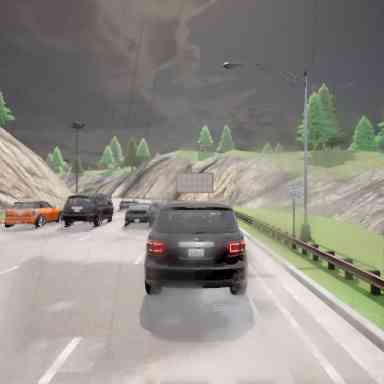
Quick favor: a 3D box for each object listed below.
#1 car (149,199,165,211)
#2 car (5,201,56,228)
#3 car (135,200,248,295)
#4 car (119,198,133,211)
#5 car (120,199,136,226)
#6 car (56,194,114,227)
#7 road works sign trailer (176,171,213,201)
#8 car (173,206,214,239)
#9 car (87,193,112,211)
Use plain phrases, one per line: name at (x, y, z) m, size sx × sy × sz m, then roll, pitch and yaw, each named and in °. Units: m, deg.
car at (-4.370, 1.600, 42.069) m, size 1.895 × 1.301 × 4.718 m, roll 0°, pitch 0°, yaw -6°
car at (-10.432, 1.353, 22.329) m, size 2.097 × 1.767 × 4.553 m, roll 0°, pitch 0°, yaw 0°
car at (0.087, 1.221, 8.866) m, size 2.150 × 2.045 × 5.566 m, roll 0°, pitch 0°, yaw 0°
car at (-7.712, 1.491, 40.371) m, size 2.128 × 1.511 × 4.902 m, roll 0°, pitch 0°, yaw -5°
car at (-3.436, 1.507, 23.145) m, size 1.837 × 1.490 × 4.892 m, roll 0°, pitch 1°, yaw 0°
car at (-6.934, 1.221, 22.701) m, size 2.150 × 2.045 × 5.566 m, roll 0°, pitch 0°, yaw 0°
road works sign trailer at (0.186, 0.464, 21.583) m, size 2.380 × 3.560 × 2.880 m, roll 0°, pitch 0°, yaw 0°
car at (0.086, 1.559, 18.087) m, size 1.994 × 1.385 × 4.181 m, roll 0°, pitch 0°, yaw 0°
car at (-11.242, 1.218, 40.866) m, size 2.150 × 2.045 × 5.566 m, roll 0°, pitch 0°, yaw -6°
